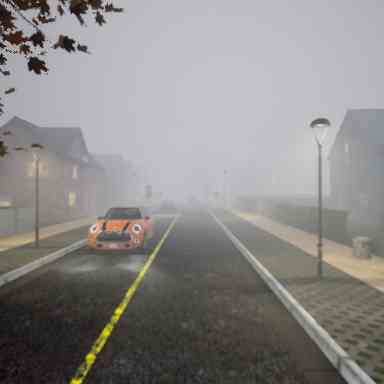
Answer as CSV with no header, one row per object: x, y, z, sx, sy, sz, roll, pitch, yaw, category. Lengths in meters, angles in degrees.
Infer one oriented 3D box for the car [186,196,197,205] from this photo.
0.012,1.553,58.695,1.812,1.442,4.674,0,0,0,car

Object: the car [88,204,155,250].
-2.829,1.359,14.215,2.097,1.767,4.553,0,0,0,car

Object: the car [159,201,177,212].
-2.741,1.685,38.641,1.895,1.301,4.718,0,0,0,car

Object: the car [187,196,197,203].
0.015,1.560,68.861,1.895,1.301,4.718,0,0,0,car
